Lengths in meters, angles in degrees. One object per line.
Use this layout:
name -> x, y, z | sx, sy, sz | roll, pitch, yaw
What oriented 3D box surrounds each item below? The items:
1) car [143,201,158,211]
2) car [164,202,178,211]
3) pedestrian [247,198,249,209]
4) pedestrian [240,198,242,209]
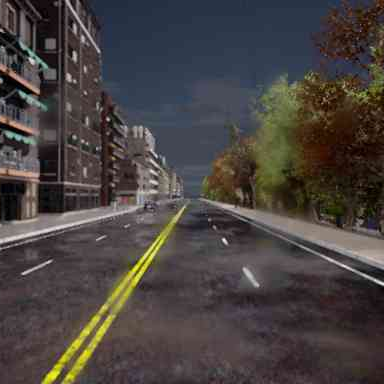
car -> -6.484, 2.128, 52.594 | 2.128, 1.511, 4.902 | 0, -1, 0
car -> -3.233, 2.199, 52.506 | 1.994, 1.385, 4.181 | 0, -1, 1
pedestrian -> 9.040, 1.792, 53.609 | 0.375, 1.860, 0.375 | 0, -1, 0
pedestrian -> 8.040, 1.806, 54.810 | 0.375, 1.860, 0.375 | 0, -1, 0
